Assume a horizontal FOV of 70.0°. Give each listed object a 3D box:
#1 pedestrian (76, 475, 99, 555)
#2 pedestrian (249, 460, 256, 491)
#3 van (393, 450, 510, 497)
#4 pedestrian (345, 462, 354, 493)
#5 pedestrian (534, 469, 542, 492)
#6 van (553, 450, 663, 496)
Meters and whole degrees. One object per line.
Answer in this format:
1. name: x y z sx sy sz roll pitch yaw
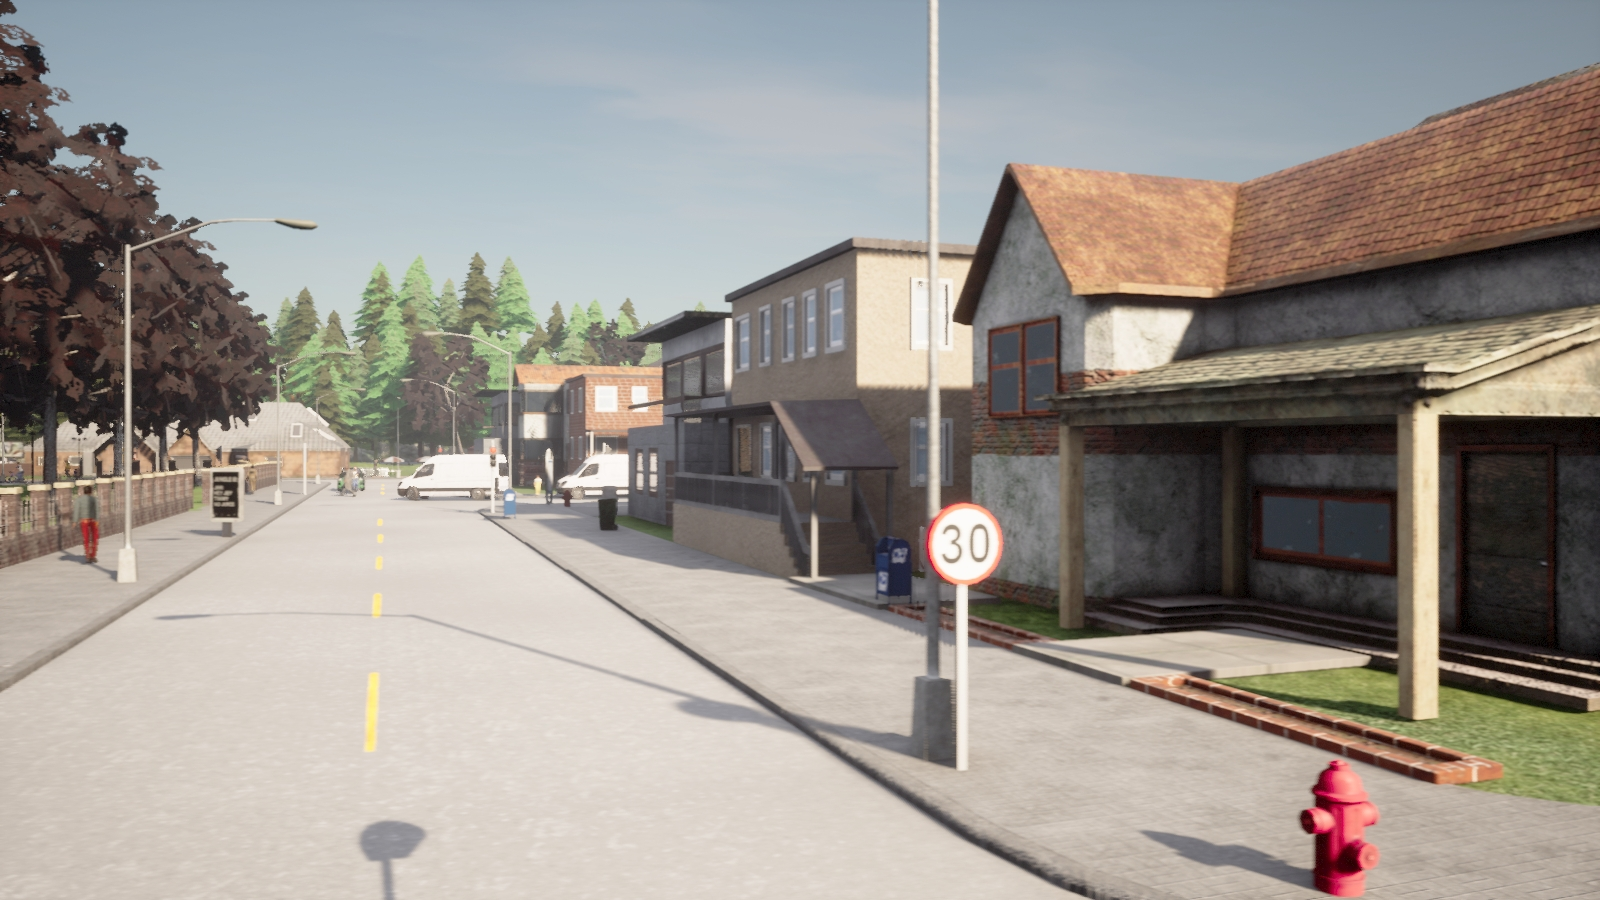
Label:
1. pedestrian: -16.806 1.528 26.964 0.375 1.860 0.375 0 0 -18
2. pedestrian: -33.111 1.529 69.105 0.375 1.860 0.375 0 0 -20
3. van: -19.401 1.311 63.719 5.915 2.561 1.988 0 0 3
4. pedestrian: -26.710 1.629 67.754 0.375 1.860 0.375 0 0 -6
5. pedestrian: -15.298 1.791 66.658 0.375 1.300 0.375 0 0 -22
6. van: -10.997 1.307 65.439 5.915 2.561 1.988 0 0 -20
